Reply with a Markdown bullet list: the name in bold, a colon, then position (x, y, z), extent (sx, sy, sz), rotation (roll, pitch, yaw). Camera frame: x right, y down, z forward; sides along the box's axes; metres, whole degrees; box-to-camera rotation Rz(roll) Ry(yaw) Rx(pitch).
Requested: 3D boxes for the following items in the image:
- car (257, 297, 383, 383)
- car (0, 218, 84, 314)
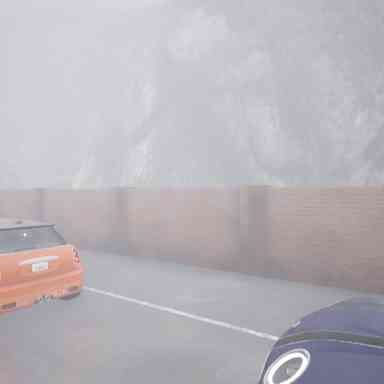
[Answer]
- **car**: position (2.703, 1.352, 2.102), extent (4.553, 1.767, 2.097), rotation (0, 0, 35)
- **car**: position (-4.433, 1.352, 7.159), extent (4.553, 1.767, 2.097), rotation (0, 0, 36)
